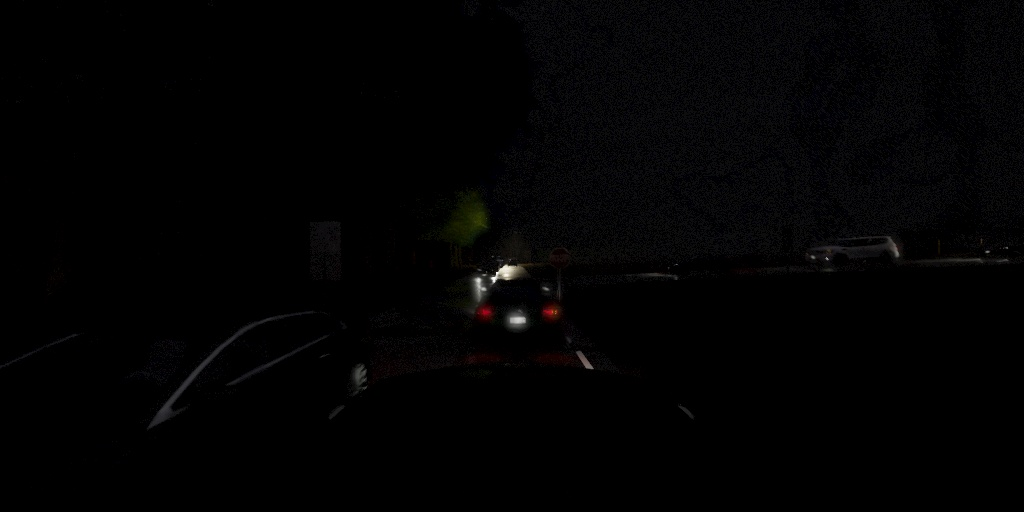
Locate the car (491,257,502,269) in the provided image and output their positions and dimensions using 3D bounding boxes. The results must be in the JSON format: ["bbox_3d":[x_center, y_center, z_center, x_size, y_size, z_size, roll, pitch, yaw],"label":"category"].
[{"bbox_3d":[-2.741,1.259,48.051,1.882,1.535,5.008,0,0,0],"label":"car"}]

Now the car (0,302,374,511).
[{"bbox_3d":[-2.838,1.241,3.078,2.128,1.511,4.902,0,0,0],"label":"car"}]

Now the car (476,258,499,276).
[{"bbox_3d":[-2.540,1.271,36.385,1.837,1.490,4.892,0,0,-3],"label":"car"}]

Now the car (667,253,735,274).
[{"bbox_3d":[14.046,0.504,26.814,4.674,1.442,1.812,-3,1,1],"label":"car"}]

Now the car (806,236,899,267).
[{"bbox_3d":[25.213,-0.350,26.678,5.566,2.045,2.150,-3,1,1],"label":"car"}]

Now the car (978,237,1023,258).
[{"bbox_3d":[37.680,-0.682,26.522,4.902,1.511,2.128,-3,1,1],"label":"car"}]

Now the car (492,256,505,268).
[{"bbox_3d":[-2.677,1.024,59.608,2.150,2.045,5.566,0,0,1],"label":"car"}]

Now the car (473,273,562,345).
[{"bbox_3d":[0.093,1.313,9.496,1.994,1.385,4.181,0,0,-1],"label":"car"}]
